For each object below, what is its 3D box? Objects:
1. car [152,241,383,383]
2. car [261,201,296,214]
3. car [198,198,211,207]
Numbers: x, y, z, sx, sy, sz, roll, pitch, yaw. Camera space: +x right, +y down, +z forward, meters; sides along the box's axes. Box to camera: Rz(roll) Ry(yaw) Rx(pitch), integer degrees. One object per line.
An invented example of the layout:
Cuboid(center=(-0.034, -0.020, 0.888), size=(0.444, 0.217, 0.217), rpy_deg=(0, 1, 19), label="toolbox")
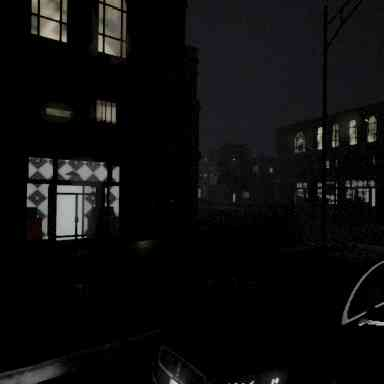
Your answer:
Cuboid(center=(1.817, 1.505, 4.426), size=(4.892, 1.490, 1.837), rpy_deg=(0, 0, -36), label="car")
Cuboid(center=(9.407, 1.622, 36.615), size=(2.008, 1.369, 4.403), rpy_deg=(1, -1, -27), label="car")
Cuboid(center=(1.337, 1.619, 52.096), size=(1.887, 1.381, 4.507), rpy_deg=(1, -1, -27), label="car")
